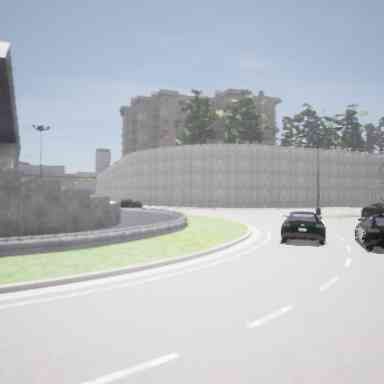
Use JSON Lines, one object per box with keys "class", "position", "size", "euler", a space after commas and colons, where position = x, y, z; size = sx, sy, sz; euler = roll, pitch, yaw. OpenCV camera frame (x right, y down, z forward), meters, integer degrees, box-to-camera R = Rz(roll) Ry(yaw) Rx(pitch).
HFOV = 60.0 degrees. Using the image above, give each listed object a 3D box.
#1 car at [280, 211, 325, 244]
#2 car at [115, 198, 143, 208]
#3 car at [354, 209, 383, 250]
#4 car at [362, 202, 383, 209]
{"class": "car", "position": [5.491, 1.639, 16.576], "size": [1.994, 1.385, 4.181], "euler": [1, 0, 18]}
{"class": "car", "position": [-8.853, 1.544, 46.162], "size": [4.181, 1.385, 1.994], "euler": [0, 0, 36]}
{"class": "car", "position": [8.413, 1.665, 14.569], "size": [1.994, 1.385, 4.181], "euler": [1, 0, 19]}
{"class": "car", "position": [17.349, 1.710, 29.627], "size": [4.892, 1.490, 1.837], "euler": [1, -1, -22]}
